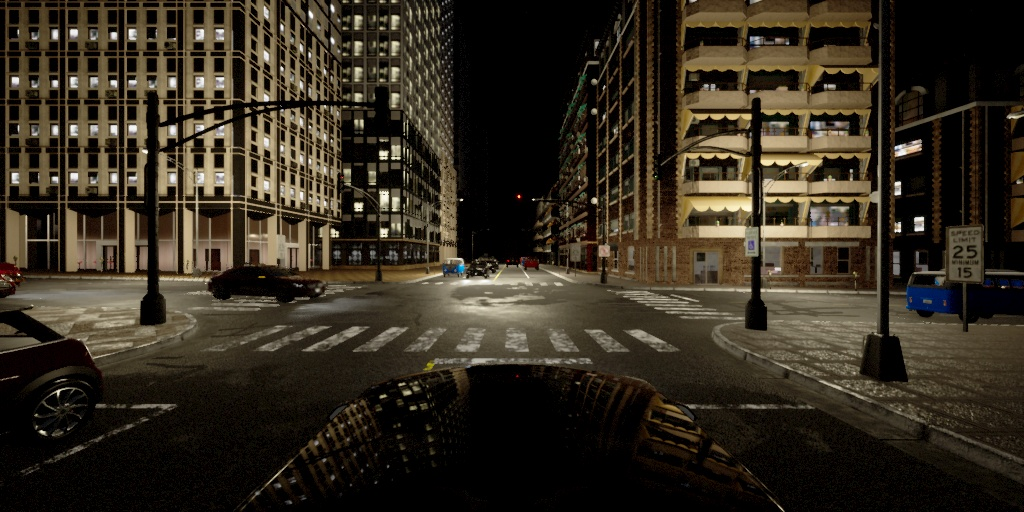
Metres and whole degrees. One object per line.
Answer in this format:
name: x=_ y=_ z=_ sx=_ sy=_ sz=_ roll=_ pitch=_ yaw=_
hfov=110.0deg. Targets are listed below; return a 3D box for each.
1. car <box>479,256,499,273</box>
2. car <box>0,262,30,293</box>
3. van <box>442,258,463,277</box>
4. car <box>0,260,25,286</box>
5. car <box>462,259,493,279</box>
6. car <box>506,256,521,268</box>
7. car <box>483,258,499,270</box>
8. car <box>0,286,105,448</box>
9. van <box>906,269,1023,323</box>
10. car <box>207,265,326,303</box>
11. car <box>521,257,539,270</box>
car: x=-3.044 y=0.981 z=42.878 sx=2.150 sy=2.045 sz=5.566 roll=0 pitch=0 yaw=1
car: x=-24.744 y=0.905 z=15.695 sx=4.718 sy=1.301 sz=1.895 roll=1 pitch=0 yaw=0
van: x=-5.650 y=1.097 z=34.797 sx=1.690 sy=1.789 sz=3.998 roll=0 pitch=0 yaw=0
car: x=-21.133 y=0.818 z=13.109 sx=4.097 sy=1.591 sz=1.967 roll=0 pitch=0 yaw=0
car: x=-3.058 y=1.260 z=32.756 sx=1.837 sy=1.490 sz=4.892 roll=0 pitch=0 yaw=0
car: x=0.077 y=0.994 z=63.900 sx=2.150 sy=2.045 sz=5.566 roll=0 pitch=0 yaw=0
car: x=-3.031 y=1.118 z=53.194 sx=2.097 sy=1.767 sz=4.553 roll=0 pitch=0 yaw=0
car: x=-5.689 y=1.190 z=2.323 sx=1.967 sy=1.591 sz=4.097 roll=0 pitch=0 yaw=0
van: x=16.926 y=1.453 z=13.013 sx=3.998 sy=1.789 sz=1.690 roll=0 pitch=0 yaw=0
car: x=-10.306 y=1.109 z=15.114 sx=4.674 sy=1.442 sz=1.812 roll=1 pitch=0 yaw=9
car: x=2.749 y=1.079 z=51.441 sx=2.192 sy=1.841 sz=5.009 roll=0 pitch=0 yaw=0
